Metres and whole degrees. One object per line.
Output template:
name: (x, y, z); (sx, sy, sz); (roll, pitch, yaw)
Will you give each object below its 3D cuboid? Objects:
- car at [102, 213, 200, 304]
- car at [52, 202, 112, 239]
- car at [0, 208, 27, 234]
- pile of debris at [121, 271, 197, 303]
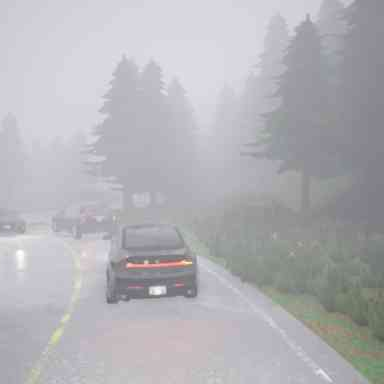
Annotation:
car: (-1.115, 1.490, 8.240); (1.837, 1.490, 4.892); (0, 0, -12)
car: (-5.718, 1.324, 17.457); (2.097, 1.767, 4.553); (0, 0, -39)
car: (-10.421, 1.537, 17.755); (1.994, 1.385, 4.181); (0, 0, -44)
pile of debris: (-0.858, 2.163, 7.752); (1.500, 0.140, 1.860); (0, 0, -14)
